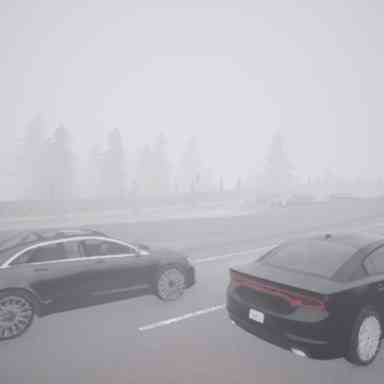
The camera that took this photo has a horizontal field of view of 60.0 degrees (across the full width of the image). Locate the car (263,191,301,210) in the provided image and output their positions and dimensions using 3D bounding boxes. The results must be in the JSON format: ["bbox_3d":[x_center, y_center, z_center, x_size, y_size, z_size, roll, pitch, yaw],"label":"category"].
[{"bbox_3d":[8.359,0.759,27.140,4.718,1.301,1.895,-4,2,-35],"label":"car"}]

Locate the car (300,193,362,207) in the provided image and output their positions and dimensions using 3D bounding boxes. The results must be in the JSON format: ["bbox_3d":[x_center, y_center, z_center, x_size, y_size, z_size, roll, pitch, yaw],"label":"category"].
[{"bbox_3d":[10.385,0.760,24.286,4.718,1.301,1.895,-4,2,-35],"label":"car"}]

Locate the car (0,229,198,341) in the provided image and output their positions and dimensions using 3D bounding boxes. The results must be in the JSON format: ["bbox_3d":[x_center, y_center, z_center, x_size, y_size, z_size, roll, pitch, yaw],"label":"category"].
[{"bbox_3d":[-2.139,1.481,6.530,4.902,1.511,2.128,-1,0,-36],"label":"car"}]

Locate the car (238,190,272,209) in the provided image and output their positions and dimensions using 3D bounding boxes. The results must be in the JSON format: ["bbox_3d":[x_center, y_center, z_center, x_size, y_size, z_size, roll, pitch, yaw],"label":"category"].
[{"bbox_3d":[6.275,0.652,29.951,4.902,1.511,2.128,-4,2,-35],"label":"car"}]

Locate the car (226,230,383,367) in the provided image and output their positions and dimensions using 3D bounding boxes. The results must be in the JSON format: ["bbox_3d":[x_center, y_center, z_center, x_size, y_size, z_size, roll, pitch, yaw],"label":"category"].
[{"bbox_3d":[2.863,1.417,5.795,5.008,1.535,1.882,-2,1,-35],"label":"car"}]
